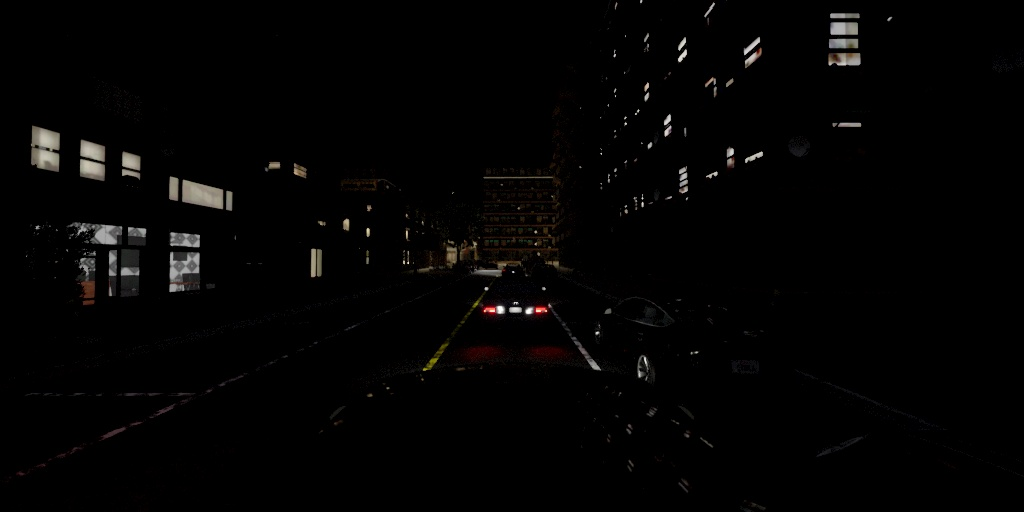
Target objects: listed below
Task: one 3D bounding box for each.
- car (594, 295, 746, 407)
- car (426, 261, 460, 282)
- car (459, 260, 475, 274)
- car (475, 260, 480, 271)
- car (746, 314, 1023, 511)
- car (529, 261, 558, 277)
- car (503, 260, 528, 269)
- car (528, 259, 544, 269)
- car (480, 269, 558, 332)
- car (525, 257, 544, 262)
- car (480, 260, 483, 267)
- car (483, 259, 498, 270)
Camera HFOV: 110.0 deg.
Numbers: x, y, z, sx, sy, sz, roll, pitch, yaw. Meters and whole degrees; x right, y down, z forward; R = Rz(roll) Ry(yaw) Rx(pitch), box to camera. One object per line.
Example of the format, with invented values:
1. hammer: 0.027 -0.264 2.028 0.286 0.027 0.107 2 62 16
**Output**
1. car: 2.692 1.317 6.223 1.948 1.339 4.313 0 0 0
2. car: -5.654 1.288 28.742 1.751 1.417 4.829 0 0 0
3. car: -5.653 1.209 40.284 1.967 1.591 4.097 0 0 0
4. car: -5.652 1.213 45.972 1.967 1.591 4.097 0 0 0
5. car: 2.691 1.189 0.536 1.967 1.591 4.097 0 0 0
6. car: 2.694 1.313 28.969 2.007 1.370 4.403 0 0 0
7. car: 0.103 1.328 32.288 1.994 1.385 4.181 0 0 0
8. car: 2.694 1.291 34.825 1.751 1.417 4.829 0 0 0
9. car: 0.096 1.301 10.841 2.033 1.411 5.357 0 0 0
10. car: 2.695 1.084 40.343 2.192 1.841 5.009 0 0 0
11. car: -5.651 1.359 51.658 1.802 1.307 4.207 0 0 0
12. car: -3.062 1.379 52.678 1.895 1.301 4.718 0 0 0
